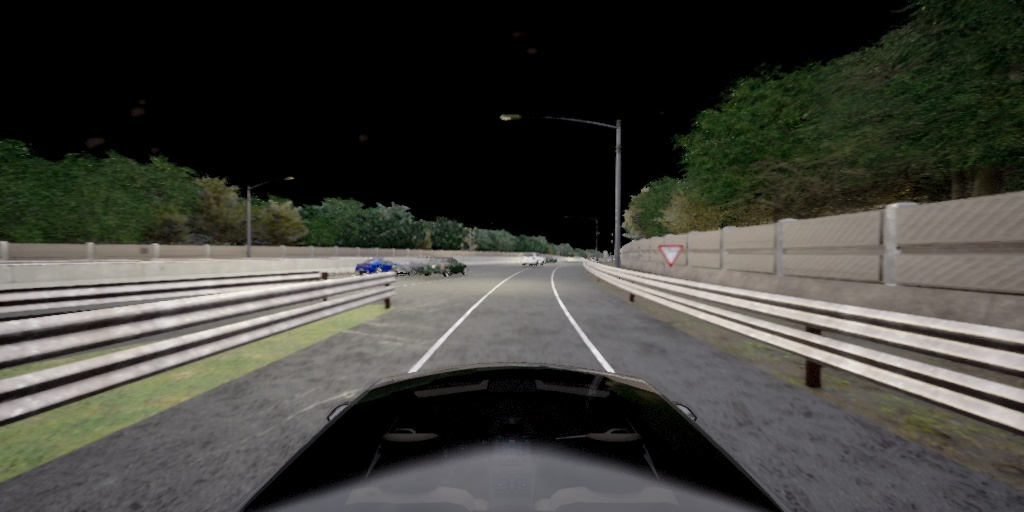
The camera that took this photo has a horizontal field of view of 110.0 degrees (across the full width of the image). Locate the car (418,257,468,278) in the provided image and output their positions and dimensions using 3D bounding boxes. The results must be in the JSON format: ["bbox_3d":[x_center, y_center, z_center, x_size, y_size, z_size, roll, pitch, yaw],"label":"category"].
[{"bbox_3d":[-5.563,0.859,30.685,2.097,1.767,4.553,0,1,20],"label":"car"}]

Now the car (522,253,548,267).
[{"bbox_3d":[3.232,0.525,54.385,2.150,2.045,5.566,0,0,20],"label":"car"}]

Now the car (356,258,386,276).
[{"bbox_3d":[-12.106,0.976,33.163,1.882,1.535,5.008,0,0,20],"label":"car"}]

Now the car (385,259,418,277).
[{"bbox_3d":[-8.828,1.073,31.938,1.994,1.385,4.181,0,0,20],"label":"car"}]
